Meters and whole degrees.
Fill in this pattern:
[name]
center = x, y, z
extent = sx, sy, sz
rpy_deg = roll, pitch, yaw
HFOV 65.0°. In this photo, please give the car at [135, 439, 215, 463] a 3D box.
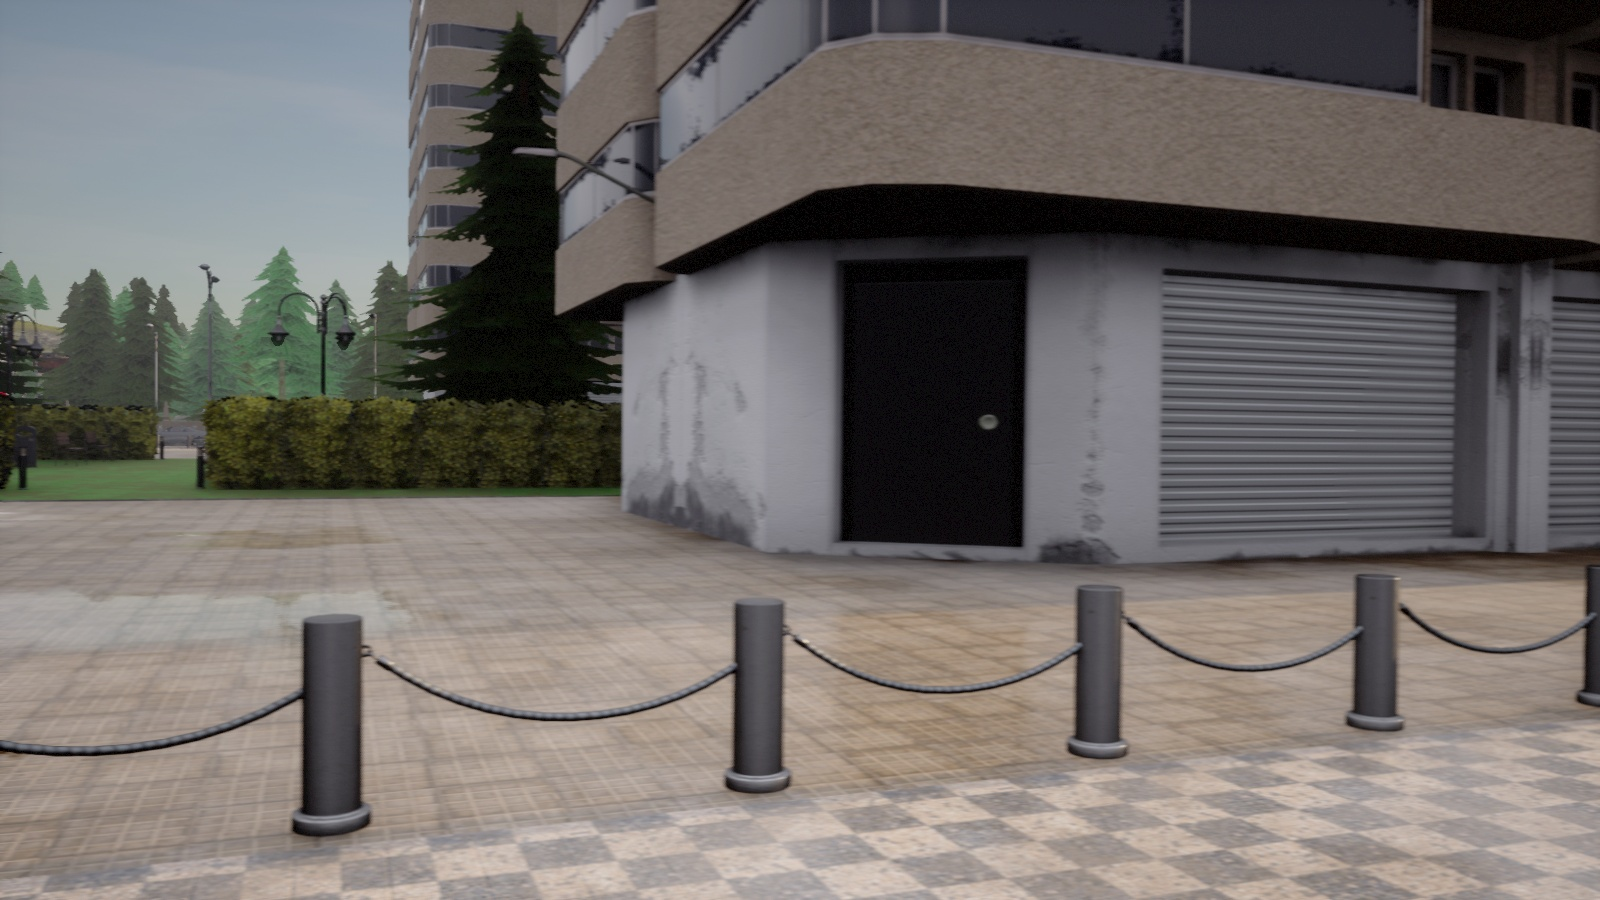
[car]
center = -38.044, 0.028, 76.551
extent = 4.181, 1.385, 1.994
rpy_deg = -1, 1, -21
